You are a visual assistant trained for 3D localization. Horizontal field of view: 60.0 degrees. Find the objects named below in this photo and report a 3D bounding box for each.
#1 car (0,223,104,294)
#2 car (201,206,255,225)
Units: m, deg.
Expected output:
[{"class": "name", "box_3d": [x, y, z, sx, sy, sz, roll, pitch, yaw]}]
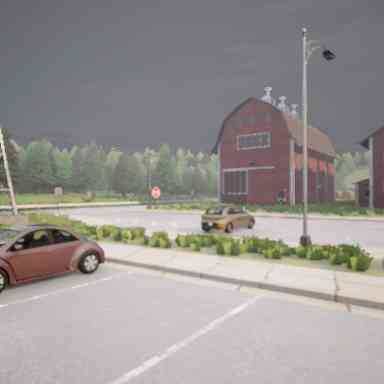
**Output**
[{"class": "car", "box_3d": [-4.275, 1.561, 8.627, 1.784, 1.438, 3.905, 0, 0, 36]}, {"class": "car", "box_3d": [2.197, 1.551, 19.809, 1.816, 1.474, 4.193, 0, 0, 36]}]
